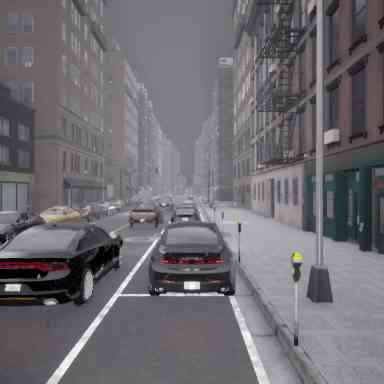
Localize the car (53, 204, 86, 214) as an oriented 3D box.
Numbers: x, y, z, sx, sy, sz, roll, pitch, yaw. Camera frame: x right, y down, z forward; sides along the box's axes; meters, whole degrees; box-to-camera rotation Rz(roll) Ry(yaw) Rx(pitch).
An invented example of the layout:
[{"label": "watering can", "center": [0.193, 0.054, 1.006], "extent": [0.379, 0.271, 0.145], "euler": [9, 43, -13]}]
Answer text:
[{"label": "car", "center": [-8.408, 1.525, 20.611], "extent": [1.752, 1.417, 4.829], "euler": [0, 0, 0]}]

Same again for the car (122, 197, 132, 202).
[{"label": "car", "center": [-8.408, 1.545, 37.020], "extent": [2.008, 1.369, 4.403], "euler": [0, 0, 0]}]

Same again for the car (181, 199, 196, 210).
[{"label": "car", "center": [-0.383, 1.573, 42.423], "extent": [1.802, 1.307, 4.206], "euler": [0, 0, 0]}]

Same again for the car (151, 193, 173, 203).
[{"label": "car", "center": [-2.954, 1.346, 37.104], "extent": [2.097, 1.767, 4.553], "euler": [0, 0, 0]}]

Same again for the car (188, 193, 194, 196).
[{"label": "car", "center": [-0.382, 1.396, 90.663], "extent": [1.967, 1.590, 4.097], "euler": [0, 0, 0]}]

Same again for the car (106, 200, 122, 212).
[{"label": "car", "center": [-8.408, 1.548, 31.607], "extent": [2.008, 1.369, 4.403], "euler": [0, 0, 0]}]

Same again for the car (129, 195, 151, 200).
[{"label": "car", "center": [-5.838, 1.485, 39.925], "extent": [2.128, 1.511, 4.902], "euler": [0, 0, 0]}]

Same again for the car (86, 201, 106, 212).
[{"label": "car", "center": [-8.408, 1.581, 26.194], "extent": [1.802, 1.307, 4.206], "euler": [0, 0, 0]}]

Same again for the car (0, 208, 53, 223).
[{"label": "car", "center": [-8.408, 1.566, 15.368], "extent": [1.947, 1.339, 4.313], "euler": [0, 0, 0]}]

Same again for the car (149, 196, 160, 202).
[{"label": "car", "center": [-8.408, 1.521, 74.308], "extent": [2.008, 1.369, 4.403], "euler": [0, 0, 0]}]

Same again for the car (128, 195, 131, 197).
[{"label": "car", "center": [-8.408, 1.302, 47.845], "extent": [2.192, 1.841, 5.009], "euler": [0, 0, 0]}]

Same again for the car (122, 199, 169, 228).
[{"label": "car", "center": [-2.952, 1.491, 22.275], "extent": [2.128, 1.511, 4.902], "euler": [0, 0, 0]}]

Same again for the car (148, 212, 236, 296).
[{"label": "car", "center": [0.000, 1.504, 8.650], "extent": [1.837, 1.490, 4.892], "euler": [0, 0, 0]}]

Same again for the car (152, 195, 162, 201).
[{"label": "car", "center": [-8.408, 1.510, 79.763], "extent": [1.887, 1.381, 4.507], "euler": [0, 0, 0]}]

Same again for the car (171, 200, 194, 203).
[{"label": "car", "center": [-0.383, 1.565, 26.185], "extent": [1.947, 1.339, 4.313], "euler": [0, 0, 0]}]

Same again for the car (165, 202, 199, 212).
[{"label": "car", "center": [-0.383, 1.566, 20.772], "extent": [1.947, 1.339, 4.313], "euler": [0, 0, 0]}]

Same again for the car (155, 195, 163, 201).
[{"label": "car", "center": [-8.408, 1.486, 85.047], "extent": [1.752, 1.417, 4.829], "euler": [0, 0, 0]}]

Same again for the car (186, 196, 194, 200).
[{"label": "car", "center": [-0.383, 1.519, 37.181], "extent": [1.752, 1.417, 4.829], "euler": [0, 0, 0]}]

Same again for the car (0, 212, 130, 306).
[{"label": "car", "center": [-3.016, 1.477, 8.131], "extent": [1.882, 1.535, 5.008], "euler": [0, 0, 0]}]
